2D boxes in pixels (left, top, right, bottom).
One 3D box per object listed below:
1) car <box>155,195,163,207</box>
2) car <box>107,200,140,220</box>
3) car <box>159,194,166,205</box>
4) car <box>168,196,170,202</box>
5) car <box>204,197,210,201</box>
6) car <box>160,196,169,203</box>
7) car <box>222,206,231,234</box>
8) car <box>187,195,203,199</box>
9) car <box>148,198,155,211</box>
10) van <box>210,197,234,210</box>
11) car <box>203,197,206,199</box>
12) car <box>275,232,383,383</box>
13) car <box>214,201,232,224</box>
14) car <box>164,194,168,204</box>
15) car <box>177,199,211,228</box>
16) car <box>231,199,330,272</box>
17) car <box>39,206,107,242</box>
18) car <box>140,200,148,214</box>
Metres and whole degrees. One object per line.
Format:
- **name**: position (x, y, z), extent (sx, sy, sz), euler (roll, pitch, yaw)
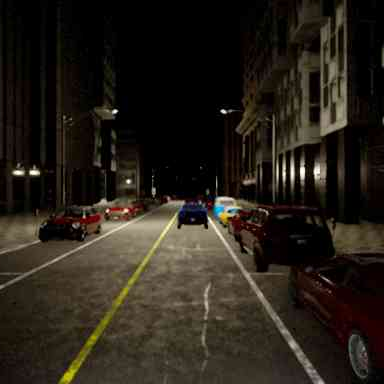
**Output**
- **car**: position (-5.871, 1.578, 49.852), extent (2.008, 1.369, 4.403), euler (0, 0, 0)
- **car**: position (-5.820, 1.455, 27.445), extent (1.967, 1.590, 4.097), euler (0, 0, 0)
- **car**: position (-5.883, 1.557, 55.283), extent (1.752, 1.417, 4.829), euler (0, 0, 0)
- **car**: position (-5.908, 1.355, 66.658), extent (2.192, 1.841, 5.009), euler (0, 0, 0)
- **car**: position (2.680, 1.598, 38.685), extent (1.802, 1.307, 4.206), euler (0, 0, 0)
- **car**: position (-5.921, 1.570, 72.089), extent (1.752, 1.417, 4.829), euler (0, 0, 0)
- **car**: position (2.730, 1.586, 16.276), extent (1.802, 1.307, 4.206), euler (0, 0, 0)
- **car**: position (0.007, 1.497, 41.734), extent (1.882, 1.535, 5.008), euler (0, 0, 0)
- **car**: position (-5.845, 1.587, 38.649), extent (1.947, 1.339, 4.313), euler (0, 0, 0)
- **van**: position (2.706, 1.351, 27.480), extent (1.690, 1.788, 3.998), euler (0, 0, 0)
- **car**: position (2.667, 1.601, 44.286), extent (1.802, 1.307, 4.206), euler (0, 0, 0)
- **car**: position (2.756, 1.582, 5.072), extent (1.802, 1.307, 4.206), euler (0, 0, 0)
- **car**: position (2.718, 1.532, 22.048), extent (1.752, 1.417, 4.829), euler (0, 0, 0)
- **car**: position (-5.896, 1.580, 61.056), extent (1.887, 1.381, 4.507), euler (0, 0, 0)
- **car**: position (0.047, 1.486, 22.133), extent (1.882, 1.535, 5.008), euler (0, 0, 0)
- **car**: position (2.744, 1.317, 10.674), extent (2.192, 1.841, 5.009), euler (0, 0, 0)
- **car**: position (-5.794, 1.450, 16.242), extent (1.967, 1.590, 4.097), euler (0, 0, 0)
- **car**: position (-5.833, 1.599, 33.046), extent (1.802, 1.307, 4.206), euler (0, 0, 0)
